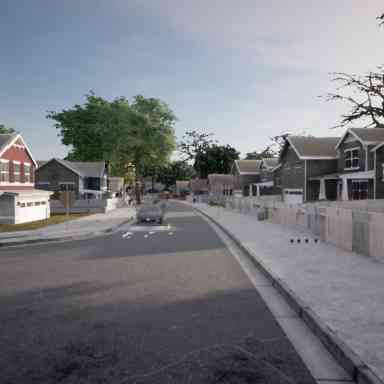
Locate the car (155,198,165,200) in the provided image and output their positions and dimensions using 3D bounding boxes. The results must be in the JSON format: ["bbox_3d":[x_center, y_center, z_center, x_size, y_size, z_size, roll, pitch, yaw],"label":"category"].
[{"bbox_3d":[-4.788,1.586,49.827,2.128,1.511,4.902,0,0,-6],"label":"car"}]

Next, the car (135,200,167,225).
[{"bbox_3d":[-2.994,1.578,24.354,1.837,1.490,4.892,0,0,-2],"label":"car"}]
